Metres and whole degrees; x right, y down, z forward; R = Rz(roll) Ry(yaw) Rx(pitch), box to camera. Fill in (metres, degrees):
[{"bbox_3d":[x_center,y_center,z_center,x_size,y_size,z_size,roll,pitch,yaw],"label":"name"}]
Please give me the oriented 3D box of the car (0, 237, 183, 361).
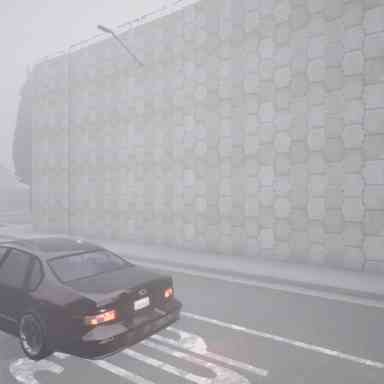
[{"bbox_3d":[-2.725,1.547,5.927,5.357,1.411,2.033,0,0,35],"label":"car"}]
